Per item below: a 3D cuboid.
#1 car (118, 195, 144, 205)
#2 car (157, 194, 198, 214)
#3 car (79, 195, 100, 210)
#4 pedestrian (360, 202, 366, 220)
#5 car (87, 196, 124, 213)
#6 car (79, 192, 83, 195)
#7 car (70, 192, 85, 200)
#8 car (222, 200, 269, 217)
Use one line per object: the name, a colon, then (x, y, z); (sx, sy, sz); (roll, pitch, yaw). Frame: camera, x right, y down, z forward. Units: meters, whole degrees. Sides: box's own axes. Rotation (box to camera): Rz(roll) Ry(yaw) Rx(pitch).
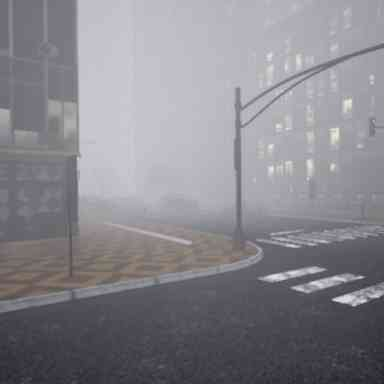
car: (-8.603, 1.171, 48.569); (1.887, 1.381, 4.507); (0, 1, -35)
car: (-1.316, 1.296, 33.472); (2.128, 1.511, 4.902); (-1, 1, -35)
car: (-12.260, 1.336, 39.128); (2.008, 1.369, 4.403); (0, 1, -35)
pedestrian: (12.196, 1.290, 23.680); (0.375, 1.300, 0.375); (0, 0, -35)
car: (-9.048, 1.400, 34.490); (1.947, 1.339, 4.313); (0, 1, -35)
car: (-21.446, 0.969, 67.123); (1.887, 1.381, 4.507); (0, 1, -35)
car: (-24.657, 0.813, 71.760); (1.967, 1.590, 4.097); (0, 1, -35)
car: (4.588, 1.355, 29.446); (1.752, 1.417, 4.829); (0, 1, -35)
